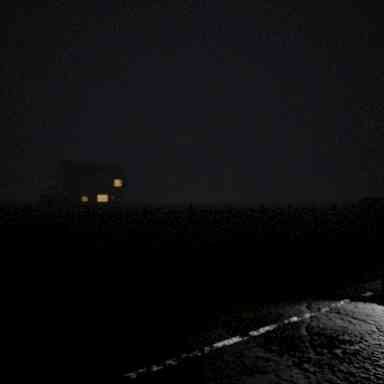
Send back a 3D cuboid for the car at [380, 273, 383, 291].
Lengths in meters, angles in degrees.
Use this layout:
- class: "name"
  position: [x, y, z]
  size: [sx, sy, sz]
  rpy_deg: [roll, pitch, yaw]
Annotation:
- class: "car"
  position: [6.121, 1.661, 7.538]
  size: [4.181, 1.385, 1.994]
  rpy_deg: [1, -1, -36]
